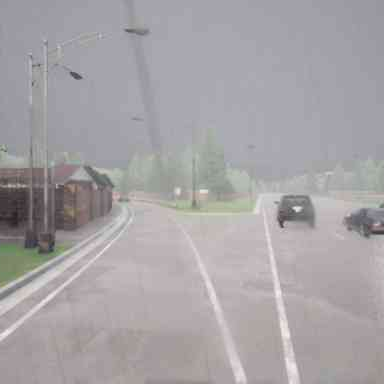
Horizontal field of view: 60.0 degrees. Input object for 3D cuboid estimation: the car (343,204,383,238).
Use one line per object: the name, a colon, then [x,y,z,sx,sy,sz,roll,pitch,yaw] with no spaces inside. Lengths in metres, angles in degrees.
car: [9.366,1.517,17.195,2.033,1.411,5.357,0,0,12]

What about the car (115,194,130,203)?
car: [-14.922,1.582,73.272,2.033,1.411,5.357,0,0,-22]

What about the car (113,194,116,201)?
car: [-18.845,1.253,83.023,2.097,1.767,4.553,0,0,-24]

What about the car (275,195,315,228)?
car: [6.874,1.200,22.498,2.150,2.045,5.566,0,0,12]
